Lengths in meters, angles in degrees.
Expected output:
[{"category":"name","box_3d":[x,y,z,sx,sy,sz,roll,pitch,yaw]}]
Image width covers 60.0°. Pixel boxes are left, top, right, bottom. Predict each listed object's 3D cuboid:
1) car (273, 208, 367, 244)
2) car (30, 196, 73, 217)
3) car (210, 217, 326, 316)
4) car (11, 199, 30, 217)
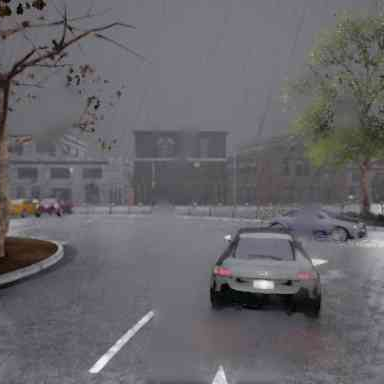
[{"category":"car","box_3d":[5.654,1.442,15.296,4.181,1.385,1.994,0,1,36]},{"category":"car","box_3d":[-12.328,1.232,30.051,2.185,1.767,4.553,-1,0,-3]},{"category":"car","box_3d":[1.628,1.503,7.520,1.994,1.385,4.181,0,0,12]},{"category":"car","box_3d":[-15.357,1.407,29.902,2.097,1.535,5.008,-1,0,-3]}]
